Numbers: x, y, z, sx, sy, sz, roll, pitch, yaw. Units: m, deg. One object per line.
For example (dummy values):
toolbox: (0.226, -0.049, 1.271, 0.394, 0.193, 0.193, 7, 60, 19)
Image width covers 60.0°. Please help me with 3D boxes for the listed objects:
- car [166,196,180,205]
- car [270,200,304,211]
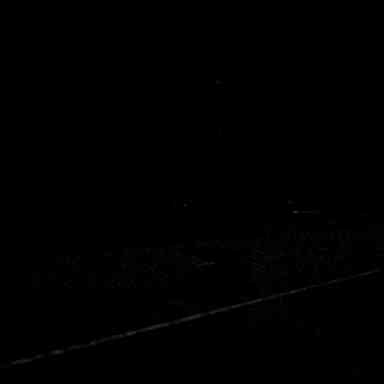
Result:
car: (-3.341, 1.529, 63.318, 2.097, 1.767, 4.553, 0, 0, -37)
car: (12.210, 1.719, 43.023, 1.812, 1.442, 4.674, 0, 1, -37)
